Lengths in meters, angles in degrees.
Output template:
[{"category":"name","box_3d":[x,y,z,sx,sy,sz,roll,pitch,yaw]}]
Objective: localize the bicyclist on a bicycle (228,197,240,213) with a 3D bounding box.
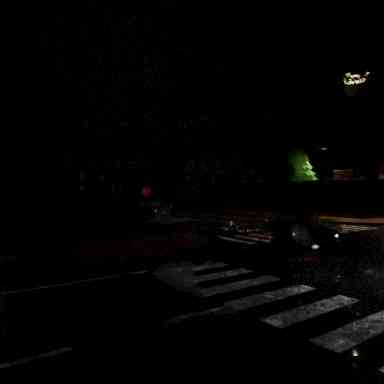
[{"category":"bicyclist on a bicycle","box_3d":[4.204,1.286,33.552,1.656,1.620,0.582,0,0,-35]}]

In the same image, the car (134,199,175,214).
[{"category":"car","box_3d":[-4.170,1.530,36.205,2.033,1.411,5.357,0,0,-36]}]

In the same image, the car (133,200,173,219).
[{"category":"car","box_3d":[-3.519,1.508,28.941,1.812,1.442,4.674,0,0,-35]}]

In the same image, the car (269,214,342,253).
[{"category":"car","box_3d":[4.490,1.600,13.793,1.895,1.301,4.718,0,0,4]}]
